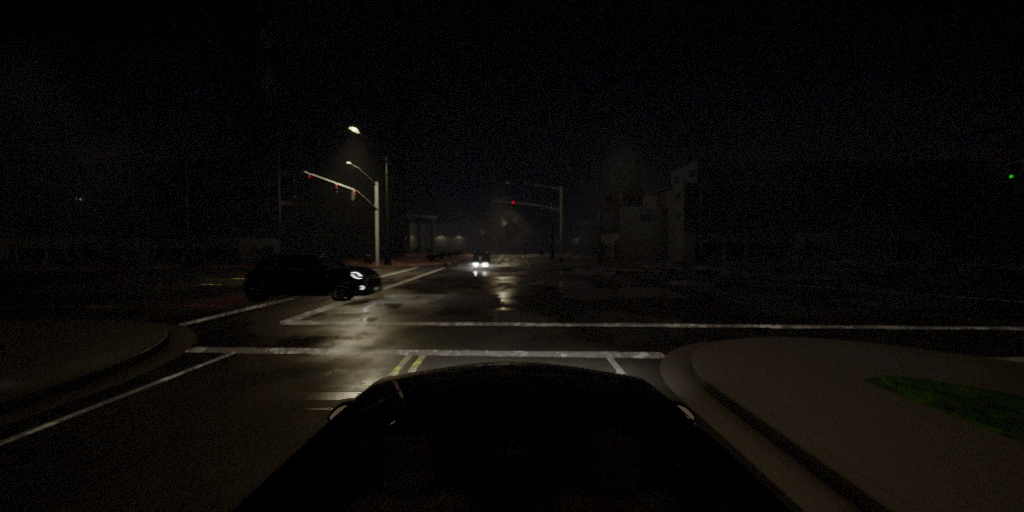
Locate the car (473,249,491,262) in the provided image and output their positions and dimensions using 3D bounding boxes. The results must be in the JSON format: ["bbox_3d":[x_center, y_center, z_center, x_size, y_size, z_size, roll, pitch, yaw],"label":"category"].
[{"bbox_3d":[-3.563,-0.088,43.060,2.128,1.511,4.902,0,2,0],"label":"car"}]

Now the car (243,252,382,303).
[{"bbox_3d":[-7.453,0.693,13.700,4.553,1.767,2.097,-1,2,1],"label":"car"}]
